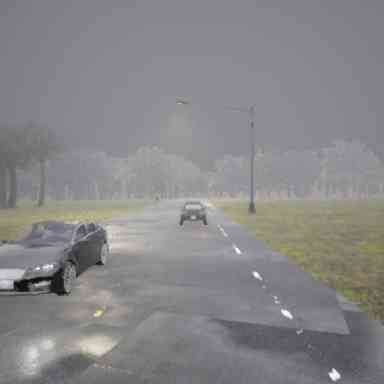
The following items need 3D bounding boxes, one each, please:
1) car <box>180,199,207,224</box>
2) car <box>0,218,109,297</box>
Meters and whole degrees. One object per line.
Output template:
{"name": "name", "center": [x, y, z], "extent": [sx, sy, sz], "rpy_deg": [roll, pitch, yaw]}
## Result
{"name": "car", "center": [0.096, 1.486, 24.153], "extent": [1.812, 1.442, 4.674], "rpy_deg": [0, 0, 0]}
{"name": "car", "center": [-3.587, 1.503, 8.811], "extent": [2.128, 1.511, 4.902], "rpy_deg": [0, 0, 0]}
